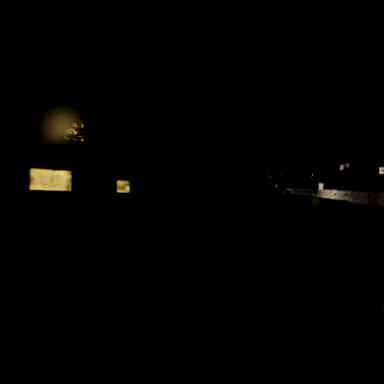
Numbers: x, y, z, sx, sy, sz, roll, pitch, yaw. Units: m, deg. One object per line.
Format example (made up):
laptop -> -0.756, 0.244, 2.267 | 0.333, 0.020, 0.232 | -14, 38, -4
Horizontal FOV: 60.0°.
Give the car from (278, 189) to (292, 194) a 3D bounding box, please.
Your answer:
car -> 14.187, 0.264, 52.222 | 2.128, 1.511, 4.902 | 1, 2, -3
